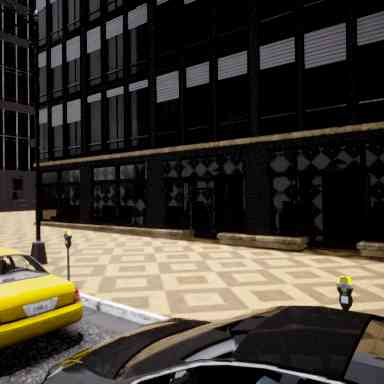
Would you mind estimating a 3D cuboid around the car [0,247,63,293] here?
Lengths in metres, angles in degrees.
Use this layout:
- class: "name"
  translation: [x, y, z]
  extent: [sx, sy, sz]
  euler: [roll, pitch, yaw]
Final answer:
- class: "car"
  translation: [-3.932, 1.527, 5.859]
  extent: [4.829, 1.417, 1.752]
  euler: [0, -1, 35]

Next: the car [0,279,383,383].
- class: "car"
  translation: [0.703, 1.566, 2.345]
  extent: [4.313, 1.339, 1.947]
  euler: [0, -1, 35]
